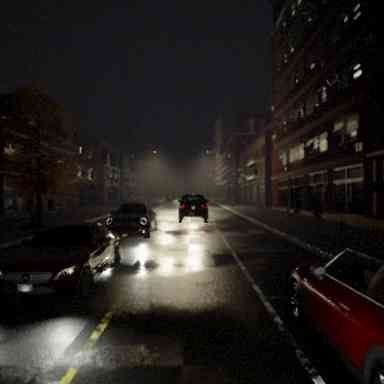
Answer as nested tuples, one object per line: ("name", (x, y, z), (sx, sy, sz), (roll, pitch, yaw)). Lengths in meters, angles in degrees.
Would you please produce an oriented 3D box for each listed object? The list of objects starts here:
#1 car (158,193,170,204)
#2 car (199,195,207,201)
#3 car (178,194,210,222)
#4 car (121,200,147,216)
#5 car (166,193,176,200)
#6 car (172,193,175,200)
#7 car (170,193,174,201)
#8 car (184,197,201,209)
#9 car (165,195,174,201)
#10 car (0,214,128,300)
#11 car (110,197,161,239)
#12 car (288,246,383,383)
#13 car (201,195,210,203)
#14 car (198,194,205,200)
("car", (-5.681, 1.369, 61.276), (1.967, 1.590, 4.097), (1, 0, 0))
("car", (2.695, 1.488, 84.085), (1.802, 1.307, 4.206), (1, 0, 0))
("car", (0.097, 1.189, 25.984), (2.150, 2.045, 5.566), (0, 0, 0))
("car", (-5.681, 1.543, 32.844), (1.802, 1.307, 4.206), (1, 0, 0))
("car", (-5.680, 1.217, 89.710), (2.192, 1.841, 5.009), (1, 0, 0))
("car", (-5.682, 1.352, 78.337), (1.967, 1.590, 4.097), (1, 0, 0))
("car", (-5.684, 1.483, 72.651), (1.947, 1.339, 4.313), (1, 0, 0))
("car", (0.094, 1.438, 45.246), (2.128, 1.511, 4.902), (0, 0, 0))
("car", (-5.685, 1.473, 84.024), (1.947, 1.339, 4.313), (1, 0, 0))
("car", (-3.088, 1.515, 8.496), (1.812, 1.442, 4.674), (0, 0, 0))
("car", (-3.002, 1.331, 17.130), (2.097, 1.767, 4.553), (0, 0, 0))
("car", (2.704, 1.434, 4.472), (1.967, 1.590, 4.097), (1, 0, 0))
("car", (2.697, 1.447, 67.195), (1.752, 1.417, 4.829), (1, 0, 0))
("car", (2.695, 1.441, 95.458), (1.887, 1.381, 4.507), (1, 0, 0))
